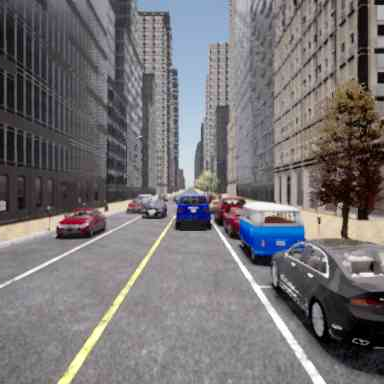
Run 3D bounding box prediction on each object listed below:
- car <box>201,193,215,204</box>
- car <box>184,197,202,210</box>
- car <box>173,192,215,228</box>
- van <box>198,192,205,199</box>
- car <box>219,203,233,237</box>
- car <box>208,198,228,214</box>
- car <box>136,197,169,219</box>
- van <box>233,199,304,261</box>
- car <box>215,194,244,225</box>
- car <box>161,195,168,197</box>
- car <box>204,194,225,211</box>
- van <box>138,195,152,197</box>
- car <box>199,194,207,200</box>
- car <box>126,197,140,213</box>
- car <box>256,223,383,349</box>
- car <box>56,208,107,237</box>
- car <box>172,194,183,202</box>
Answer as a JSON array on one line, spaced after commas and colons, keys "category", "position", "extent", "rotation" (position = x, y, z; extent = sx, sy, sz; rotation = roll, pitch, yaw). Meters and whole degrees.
[{"category": "car", "position": [2.665, 1.128, 57.501], "extent": [2.192, 1.841, 5.009], "rotation": [0, 0, 0]}, {"category": "car", "position": [0.079, 1.366, 41.497], "extent": [2.128, 1.511, 4.902], "rotation": [0, 0, 0]}, {"category": "car", "position": [0.087, 1.162, 21.921], "extent": [2.150, 2.045, 5.566], "rotation": [0, 0, 0]}, {"category": "van", "position": [2.652, 0.986, 91.686], "extent": [1.690, 1.788, 3.998], "rotation": [0, 0, 0]}, {"category": "car", "position": [2.682, 1.498, 17.623], "extent": [1.887, 1.381, 4.507], "rotation": [0, 0, 0]}, {"category": "car", "position": [2.674, 1.421, 34.883], "extent": [1.752, 1.417, 4.829], "rotation": [0, 0, 0]}, {"category": "car", "position": [-3.109, 1.409, 28.190], "extent": [2.128, 1.511, 4.902], "rotation": [0, 0, 0]}, {"category": "van", "position": [2.684, 1.312, 11.924], "extent": [1.690, 1.788, 3.998], "rotation": [0, 0, 0]}, {"category": "car", "position": [2.679, 1.249, 23.319], "extent": [2.192, 1.841, 5.009], "rotation": [0, 0, 0]}, {"category": "car", "position": [-5.720, 1.328, 68.896], "extent": [1.947, 1.339, 4.313], "rotation": [0, 0, 0]}, {"category": "car", "position": [2.672, 1.192, 40.410], "extent": [2.192, 1.841, 5.009], "rotation": [0, 0, 0]}, {"category": "van", "position": [-5.709, 1.218, 40.408], "extent": [1.690, 1.788, 3.998], "rotation": [0, 0, 0]}, {"category": "car", "position": [2.656, 1.251, 80.294], "extent": [1.887, 1.381, 4.507], "rotation": [0, 0, 0]}, {"category": "car", "position": [-5.706, 1.478, 34.710], "extent": [1.802, 1.307, 4.206], "rotation": [0, 0, 0]}, {"category": "car", "position": [2.687, 1.537, 6.227], "extent": [2.008, 1.369, 4.403], "rotation": [0, 0, 0]}, {"category": "car", "position": [-5.698, 1.535, 17.620], "extent": [1.802, 1.307, 4.206], "rotation": [0, 0, 0]}, {"category": "car", "position": [-3.031, 1.281, 69.405], "extent": [2.128, 1.511, 4.902], "rotation": [0, 0, 0]}]
